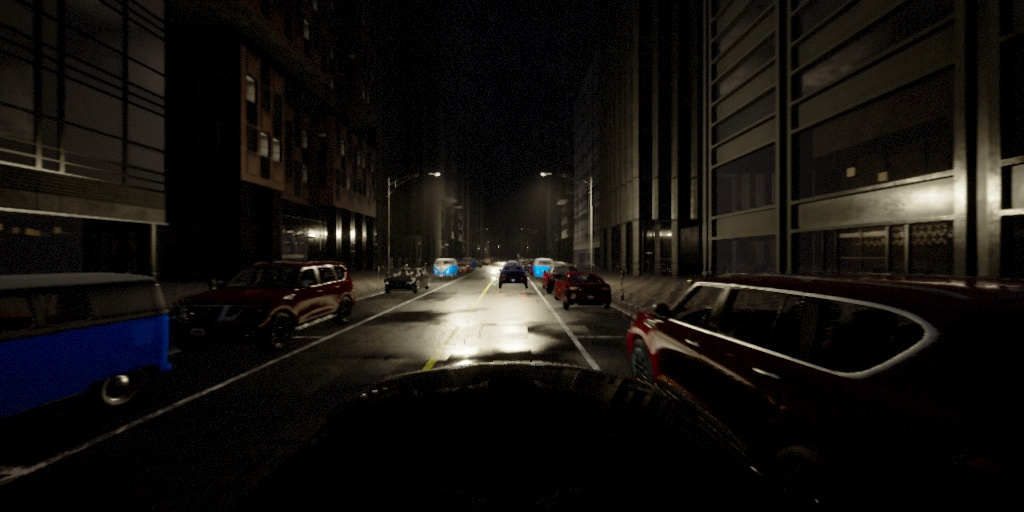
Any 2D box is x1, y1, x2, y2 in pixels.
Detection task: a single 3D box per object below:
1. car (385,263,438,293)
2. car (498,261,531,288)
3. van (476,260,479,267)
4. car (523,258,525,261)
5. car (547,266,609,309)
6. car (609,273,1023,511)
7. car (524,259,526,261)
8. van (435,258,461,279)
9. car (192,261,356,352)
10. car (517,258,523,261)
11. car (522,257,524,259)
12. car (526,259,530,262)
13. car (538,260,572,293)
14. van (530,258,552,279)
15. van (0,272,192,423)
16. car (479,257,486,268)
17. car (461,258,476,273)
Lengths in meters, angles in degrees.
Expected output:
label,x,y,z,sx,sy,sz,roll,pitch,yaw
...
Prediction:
label,x,y,z,sx,sy,sz,roll,pitch,yaw
car,-5.787,1.300,20.305,2.007,1.370,4.403,0,0,0
car,0.068,1.273,23.786,1.812,1.442,4.674,0,0,0
van,-5.825,1.089,48.352,1.690,1.789,3.998,0,0,0
car,2.700,1.272,48.541,1.751,1.417,4.829,0,0,0
car,2.746,1.293,14.717,1.888,1.381,4.507,0,0,0
car,2.761,1.064,3.498,2.192,1.841,5.009,0,0,0
car,2.708,1.312,42.762,1.948,1.339,4.313,0,0,0
van,-5.802,1.089,31.524,1.690,1.789,3.998,0,0,0
car,-5.772,1.065,9.086,2.192,1.841,5.009,0,0,0
car,0.036,1.273,40.658,1.812,1.442,4.674,0,0,0
car,2.693,1.273,54.150,1.751,1.417,4.829,0,0,0
car,2.715,1.292,37.153,1.888,1.381,4.507,0,0,0
car,2.738,1.187,20.325,1.967,1.591,4.097,0,0,0
van,2.723,1.088,31.544,1.690,1.789,3.998,0,0,0
van,-5.764,1.092,3.477,1.690,1.789,3.998,0,0,0
car,-5.840,1.278,59.400,1.751,1.417,4.829,0,0,0
car,-5.817,1.188,42.743,1.967,1.591,4.097,0,0,0
